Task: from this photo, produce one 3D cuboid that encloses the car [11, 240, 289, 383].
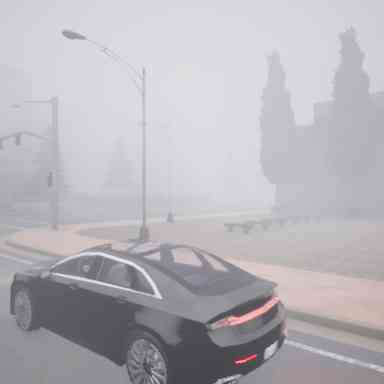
[{"bbox_3d":[-1.020,1.519,5.159,4.902,1.511,2.128,0,0,39],"label":"car"}]
